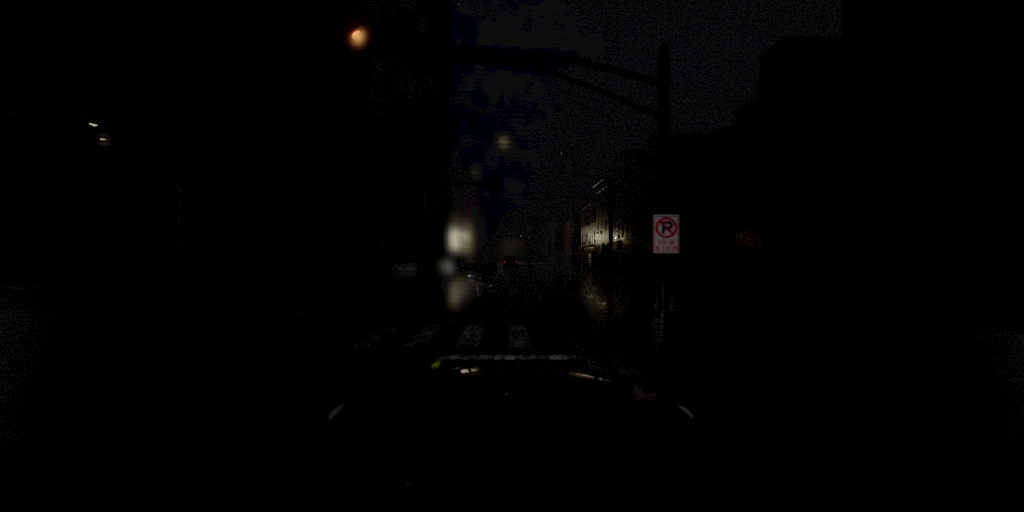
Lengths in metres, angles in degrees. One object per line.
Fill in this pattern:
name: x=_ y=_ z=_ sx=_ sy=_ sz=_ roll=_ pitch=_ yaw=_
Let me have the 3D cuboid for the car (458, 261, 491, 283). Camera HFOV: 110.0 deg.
car: x=-2.948 y=1.317 z=27.870 sx=1.994 sy=1.385 sz=4.181 roll=0 pitch=0 yaw=0

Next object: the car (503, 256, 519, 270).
car: x=-0.193 y=0.984 z=52.561 sx=2.150 sy=2.045 sz=5.566 roll=0 pitch=0 yaw=0

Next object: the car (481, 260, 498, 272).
car: x=-3.024 y=1.308 z=48.906 sx=2.033 sy=1.411 sz=5.357 roll=0 pitch=0 yaw=-1

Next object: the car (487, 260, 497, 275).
car: x=-2.988 y=1.303 z=38.379 sx=2.033 sy=1.411 sz=5.357 roll=0 pitch=0 yaw=0
